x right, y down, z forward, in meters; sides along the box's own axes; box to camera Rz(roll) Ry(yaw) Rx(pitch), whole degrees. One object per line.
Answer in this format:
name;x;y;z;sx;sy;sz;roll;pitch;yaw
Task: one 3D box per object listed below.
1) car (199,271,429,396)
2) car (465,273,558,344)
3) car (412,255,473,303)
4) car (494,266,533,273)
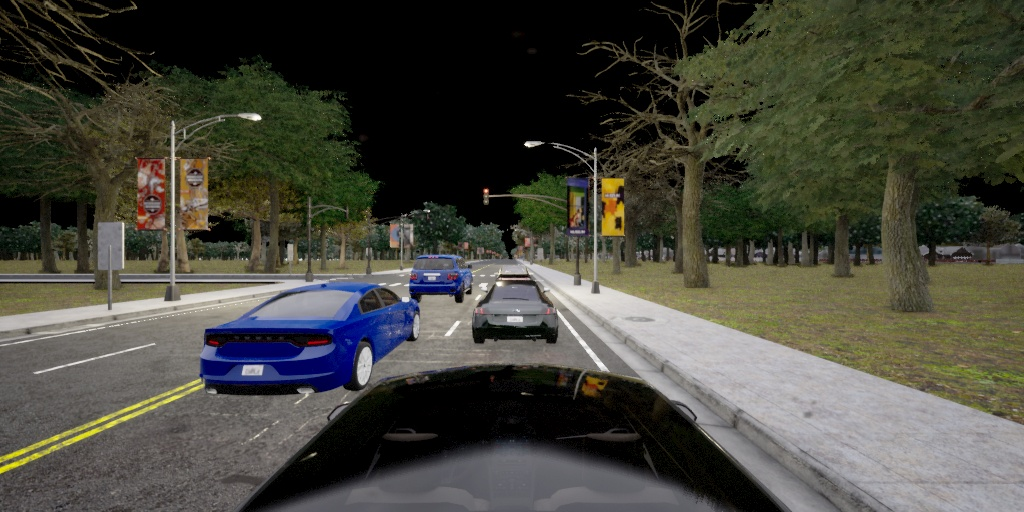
car;-3.149;1.228;6.805;1.882;1.535;5.008;0;0;0
car;0.094;1.315;9.631;1.994;1.385;4.181;0;0;1
car;-3.151;0.974;16.791;2.150;2.045;5.566;0;0;0
car;0.099;1.244;18.533;2.128;1.511;4.902;0;0;0
